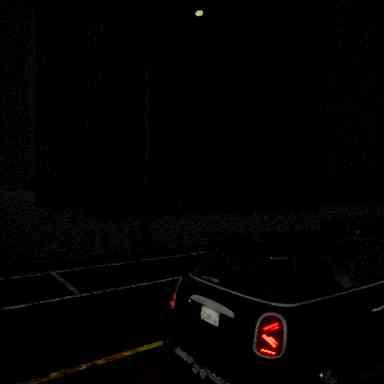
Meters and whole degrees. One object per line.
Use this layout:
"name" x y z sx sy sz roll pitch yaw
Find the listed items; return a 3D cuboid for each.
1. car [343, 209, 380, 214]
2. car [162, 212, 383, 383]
"car" 8.034 1.546 16.252 4.507 1.381 1.887 0 0 -35
"car" 1.918 1.352 4.802 4.553 1.767 2.097 0 0 -36
